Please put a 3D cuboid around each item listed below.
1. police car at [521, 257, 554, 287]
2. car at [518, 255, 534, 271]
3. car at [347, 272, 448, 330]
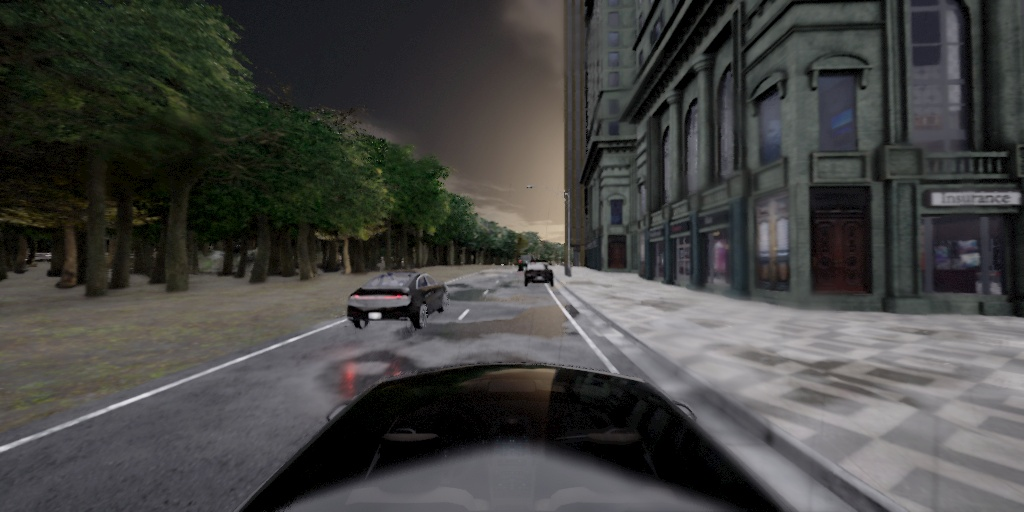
[{"bbox_3d":[1.769,1.102,24.160,1.930,1.638,5.238,0,0,3],"label":"police car"},{"bbox_3d":[2.012,0.878,45.537,2.150,2.045,5.566,0,0,6],"label":"car"},{"bbox_3d":[-3.268,1.227,11.098,2.128,1.511,4.902,0,0,1],"label":"car"}]
